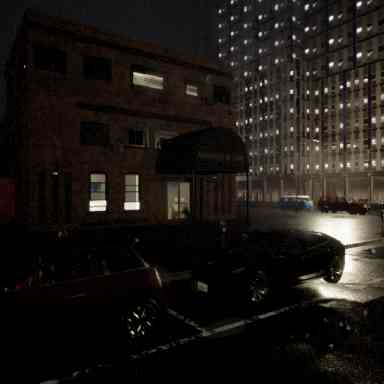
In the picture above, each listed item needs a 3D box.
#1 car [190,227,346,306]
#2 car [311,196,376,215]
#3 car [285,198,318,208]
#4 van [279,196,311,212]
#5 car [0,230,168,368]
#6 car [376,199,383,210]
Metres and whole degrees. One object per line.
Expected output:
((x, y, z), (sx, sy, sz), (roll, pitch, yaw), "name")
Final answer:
((1.988, 1.565, 8.056), (4.313, 1.339, 1.947), (0, 0, -35), "car")
((14.896, 1.306, 33.045), (2.192, 1.841, 5.009), (0, 0, -35), "car")
((15.432, 1.512, 46.930), (1.802, 1.307, 4.206), (0, 0, -35), "car")
((11.726, 1.324, 37.590), (1.690, 1.788, 3.998), (0, 0, -35), "van")
((-2.475, 1.440, 4.802), (4.097, 1.590, 1.967), (0, 0, -35), "car")
((21.771, 1.497, 37.840), (2.008, 1.369, 4.403), (0, 0, -35), "car")
